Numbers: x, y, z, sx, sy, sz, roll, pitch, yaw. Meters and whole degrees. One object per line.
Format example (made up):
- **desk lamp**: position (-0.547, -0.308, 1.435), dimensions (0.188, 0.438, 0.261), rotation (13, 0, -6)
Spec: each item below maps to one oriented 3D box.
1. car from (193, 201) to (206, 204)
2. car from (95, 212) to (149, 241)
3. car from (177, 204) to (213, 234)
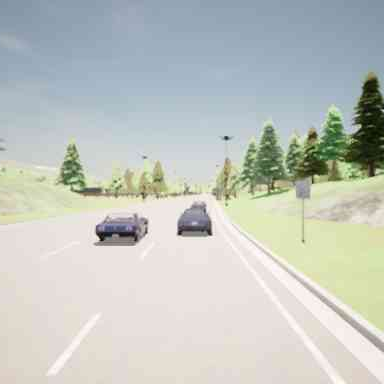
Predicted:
- **car**: position (0.820, 1.698, 37.819), dimensions (2.033, 1.411, 5.357), rotation (0, 0, 3)
- **car**: position (-3.368, 1.669, 16.965), dimensions (1.895, 1.301, 4.718), rotation (0, 0, 1)
- **car**: position (0.175, 1.643, 19.722), dimensions (1.994, 1.385, 4.181), rotation (0, 0, 1)
